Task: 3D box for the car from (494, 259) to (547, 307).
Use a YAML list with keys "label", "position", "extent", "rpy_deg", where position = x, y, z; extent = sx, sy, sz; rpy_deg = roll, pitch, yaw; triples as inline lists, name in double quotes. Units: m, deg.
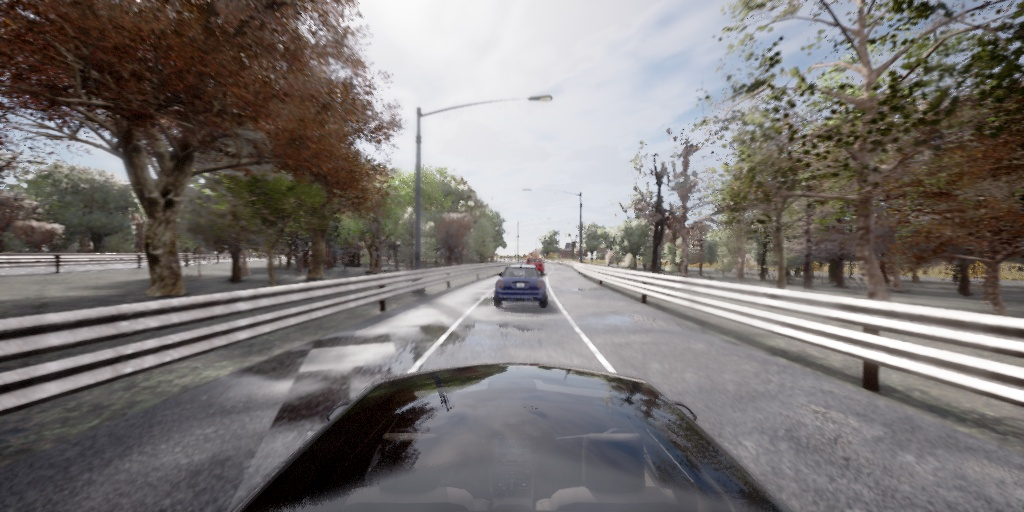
- label: "car"
  position: [0.428, 1.169, 16.100]
  extent: [2.097, 1.767, 4.553]
  rpy_deg: [0, 0, 3]
